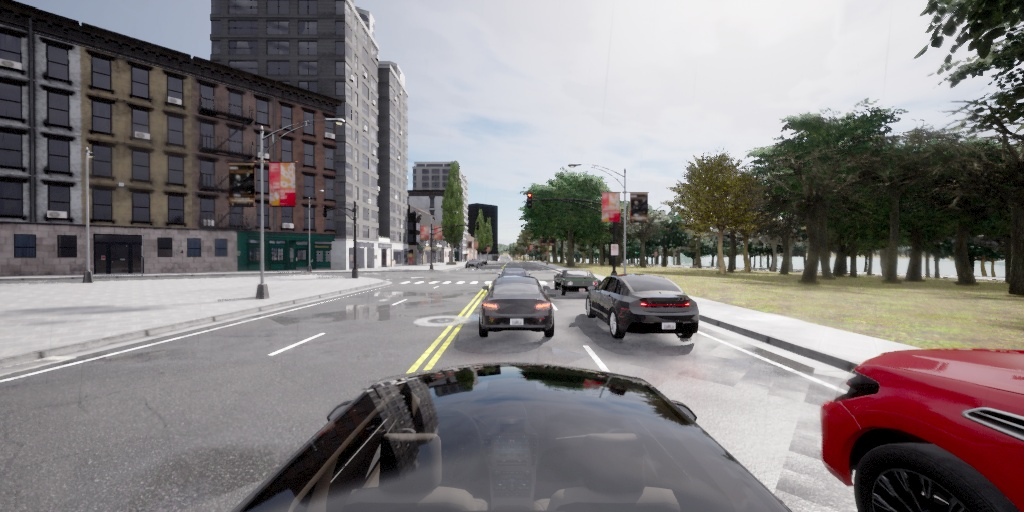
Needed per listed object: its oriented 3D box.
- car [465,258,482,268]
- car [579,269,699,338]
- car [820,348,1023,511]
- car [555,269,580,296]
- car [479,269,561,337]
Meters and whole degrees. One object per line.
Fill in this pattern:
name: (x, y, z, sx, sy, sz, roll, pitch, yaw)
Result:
car: (-6.488, 1.298, 58.960, 1.994, 1.385, 4.181, 0, 0, 0)
car: (3.363, 1.253, 10.098, 1.837, 1.490, 4.892, 0, 0, 0)
car: (3.348, 0.972, 0.235, 2.150, 2.045, 5.566, 0, 0, 0)
car: (3.379, 1.347, 19.411, 1.895, 1.301, 4.718, 0, 0, 0)
car: (0.116, 1.274, 10.136, 1.812, 1.442, 4.674, 0, 0, 0)
